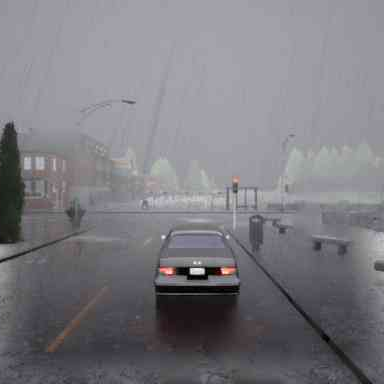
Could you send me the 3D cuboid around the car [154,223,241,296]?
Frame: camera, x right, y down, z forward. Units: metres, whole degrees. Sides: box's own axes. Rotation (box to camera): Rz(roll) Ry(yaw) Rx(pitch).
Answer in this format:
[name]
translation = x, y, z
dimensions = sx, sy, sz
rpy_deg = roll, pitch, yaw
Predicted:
[car]
translation = 0.101, 1.547, 8.808
dimensions = 2.033, 1.411, 5.357
rpy_deg = 0, 0, 0
